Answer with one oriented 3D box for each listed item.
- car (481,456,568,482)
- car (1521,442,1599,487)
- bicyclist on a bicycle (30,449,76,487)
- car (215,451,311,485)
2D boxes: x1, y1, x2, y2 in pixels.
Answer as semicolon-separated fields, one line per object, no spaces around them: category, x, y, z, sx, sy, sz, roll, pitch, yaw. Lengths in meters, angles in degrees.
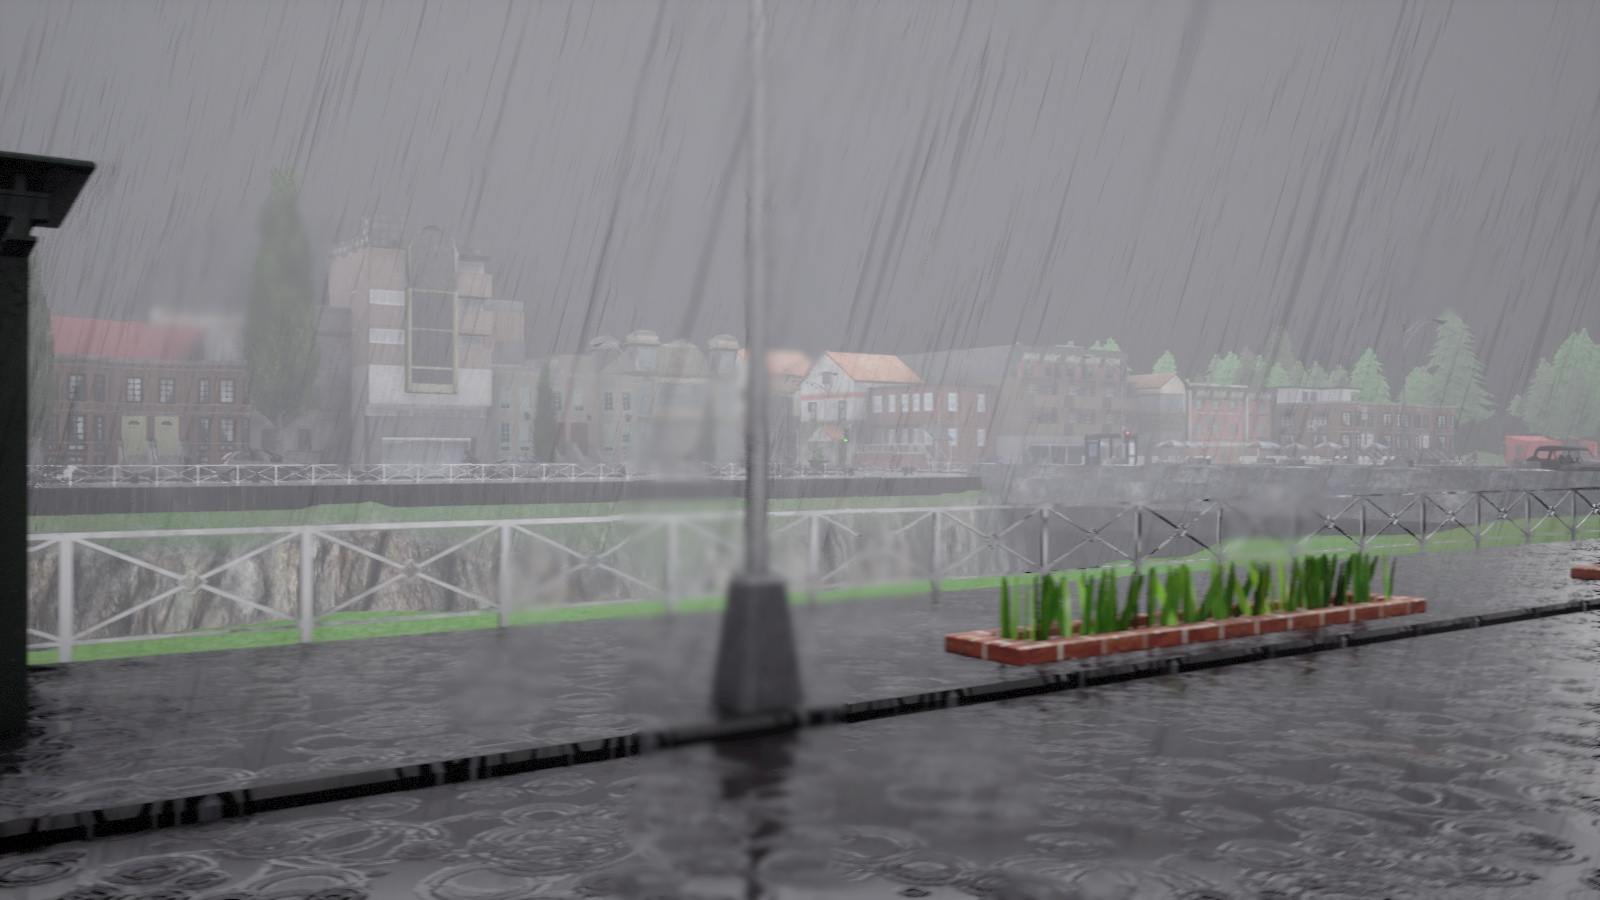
car;-15.118;1.010;68.939;4.181;1.385;1.994;0;0;-35
car;33.198;0.602;53.505;1.905;1.878;3.866;0;0;-35
bicyclist on a bicycle;-35.473;0.836;59.637;1.843;1.776;0.659;0;0;-35
car;-26.181;0.848;61.235;3.988;1.617;1.851;0;0;-35
